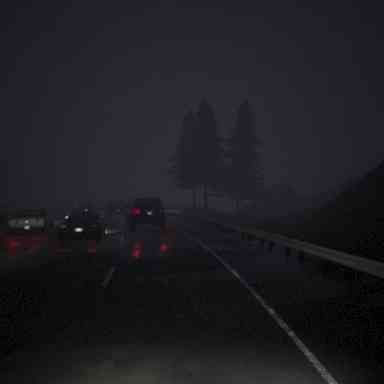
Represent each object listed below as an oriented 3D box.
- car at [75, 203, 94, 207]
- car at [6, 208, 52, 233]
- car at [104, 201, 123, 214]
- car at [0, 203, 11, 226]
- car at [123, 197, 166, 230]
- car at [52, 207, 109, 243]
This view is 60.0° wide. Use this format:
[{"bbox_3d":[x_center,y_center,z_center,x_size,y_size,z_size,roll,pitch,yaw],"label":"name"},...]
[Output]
[{"bbox_3d":[-11.194,1.809,34.892,1.994,1.385,4.181,0,0,-21],"label":"car"},{"bbox_3d":[-10.076,1.766,21.264,1.895,1.301,4.718,0,0,-15],"label":"car"},{"bbox_3d":[-9.002,1.763,38.802,1.837,1.490,4.892,0,0,-22],"label":"car"},{"bbox_3d":[-14.986,1.562,25.114,2.097,1.767,4.553,0,0,-19],"label":"car"},{"bbox_3d":[-3.207,1.361,22.375,2.150,2.045,5.566,0,0,-15],"label":"car"},{"bbox_3d":[-5.500,1.683,16.901,1.994,1.385,4.181,0,0,-12],"label":"car"}]
